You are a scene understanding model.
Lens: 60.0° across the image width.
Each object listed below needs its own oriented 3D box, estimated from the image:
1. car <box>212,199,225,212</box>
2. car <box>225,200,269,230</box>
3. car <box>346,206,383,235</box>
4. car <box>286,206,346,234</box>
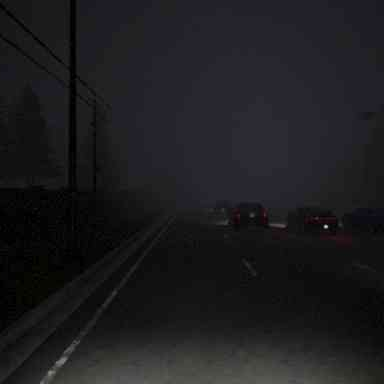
[{"bbox_3d":[3.605,1.679,40.656,1.837,1.490,4.892,0,0,0],"label":"car"},{"bbox_3d":[3.603,1.447,21.959,2.097,1.767,4.553,0,0,0],"label":"car"},{"bbox_3d":[10.602,1.562,19.458,1.882,1.535,5.008,0,0,0],"label":"car"},{"bbox_3d":[7.102,1.591,20.051,1.837,1.490,4.892,0,0,0],"label":"car"}]
